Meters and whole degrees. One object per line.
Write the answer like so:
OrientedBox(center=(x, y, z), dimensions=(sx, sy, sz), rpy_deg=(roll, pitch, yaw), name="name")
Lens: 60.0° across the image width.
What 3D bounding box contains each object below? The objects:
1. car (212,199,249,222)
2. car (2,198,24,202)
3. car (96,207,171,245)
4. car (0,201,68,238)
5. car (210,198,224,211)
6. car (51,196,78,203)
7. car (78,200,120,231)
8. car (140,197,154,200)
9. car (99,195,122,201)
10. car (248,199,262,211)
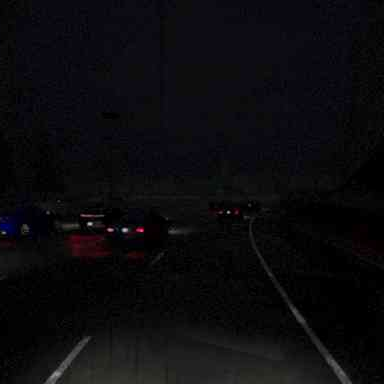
OrientedBox(center=(3.268, 1.578, 27.194), dimensions=(2.033, 1.411, 5.357), rpy_deg=(0, 0, 13), name="car")
OrientedBox(center=(-24.584, 1.550, 45.626), dimensions=(1.994, 1.385, 4.181), rpy_deg=(0, 0, 17), name="car")
OrientedBox(center=(-2.316, 1.556, 15.570), dimensions=(2.033, 1.411, 5.357), rpy_deg=(0, 0, 7), name="car")
OrientedBox(center=(-9.008, 1.473, 17.944), dimensions=(1.882, 1.535, 5.008), rpy_deg=(0, 0, 7), name="car")
OrientedBox(center=(3.582, 1.521, 41.332), dimensions=(1.882, 1.535, 5.008), rpy_deg=(0, 0, 18), name="car")
OrientedBox(center=(-19.416, 1.352, 50.305), dimensions=(2.097, 1.767, 4.553), rpy_deg=(0, 0, 20), name="car")
OrientedBox(center=(-5.124, 1.498, 20.310), dimensions=(2.128, 1.511, 4.902), rpy_deg=(0, 0, 9), name="car")
OrientedBox(center=(-8.104, 1.599, 60.134), dimensions=(1.994, 1.385, 4.181), rpy_deg=(0, 0, 24), name="car")
OrientedBox(center=(-13.688, 1.369, 55.750), dimensions=(2.097, 1.767, 4.553), rpy_deg=(0, 0, 22), name="car")
OrientedBox(center=(7.668, 1.617, 42.431), dimensions=(1.994, 1.385, 4.181), rpy_deg=(0, 0, 19), name="car")
